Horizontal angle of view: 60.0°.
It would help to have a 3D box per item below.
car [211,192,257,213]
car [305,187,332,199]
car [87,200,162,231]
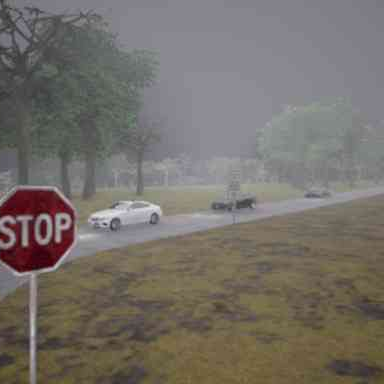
[{"bbox_3d":[3.550,0.778,27.553,1.882,1.535,5.008,0,2,41],"label":"car"},{"bbox_3d":[16.143,0.071,42.236,2.033,1.411,5.357,0,2,41],"label":"car"},{"bbox_3d":[-3.681,1.240,19.001,1.812,1.442,4.674,0,2,39],"label":"car"}]
